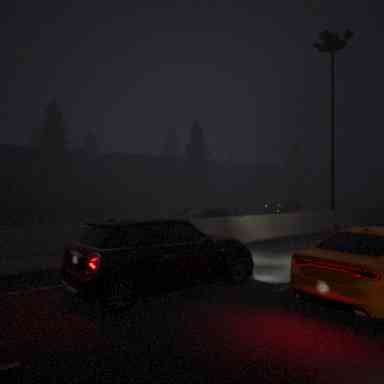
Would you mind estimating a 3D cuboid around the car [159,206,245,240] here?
[{"bbox_3d":[0.641,1.571,18.111,4.674,1.442,1.812,0,0,-40],"label":"car"}]

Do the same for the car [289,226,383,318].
[{"bbox_3d":[4.178,1.492,7.247,5.008,1.535,1.882,0,0,-39],"label":"car"}]

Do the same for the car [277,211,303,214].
[{"bbox_3d":[9.558,1.428,34.682,4.553,1.767,2.097,0,0,-40],"label":"car"}]

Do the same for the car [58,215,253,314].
[{"bbox_3d":[-0.642,1.373,7.921,4.553,1.767,2.097,0,0,-37],"label":"car"}]
